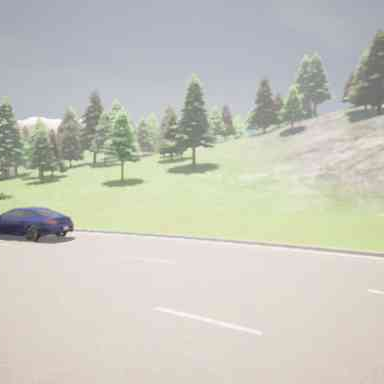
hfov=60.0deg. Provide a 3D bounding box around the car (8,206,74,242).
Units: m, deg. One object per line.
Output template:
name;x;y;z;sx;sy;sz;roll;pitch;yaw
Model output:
car;-7.655;1.396;15.339;4.674;1.442;1.812;0;0;20

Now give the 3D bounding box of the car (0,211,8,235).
car;-9.442;1.406;12.270;4.674;1.442;1.812;0;0;20
